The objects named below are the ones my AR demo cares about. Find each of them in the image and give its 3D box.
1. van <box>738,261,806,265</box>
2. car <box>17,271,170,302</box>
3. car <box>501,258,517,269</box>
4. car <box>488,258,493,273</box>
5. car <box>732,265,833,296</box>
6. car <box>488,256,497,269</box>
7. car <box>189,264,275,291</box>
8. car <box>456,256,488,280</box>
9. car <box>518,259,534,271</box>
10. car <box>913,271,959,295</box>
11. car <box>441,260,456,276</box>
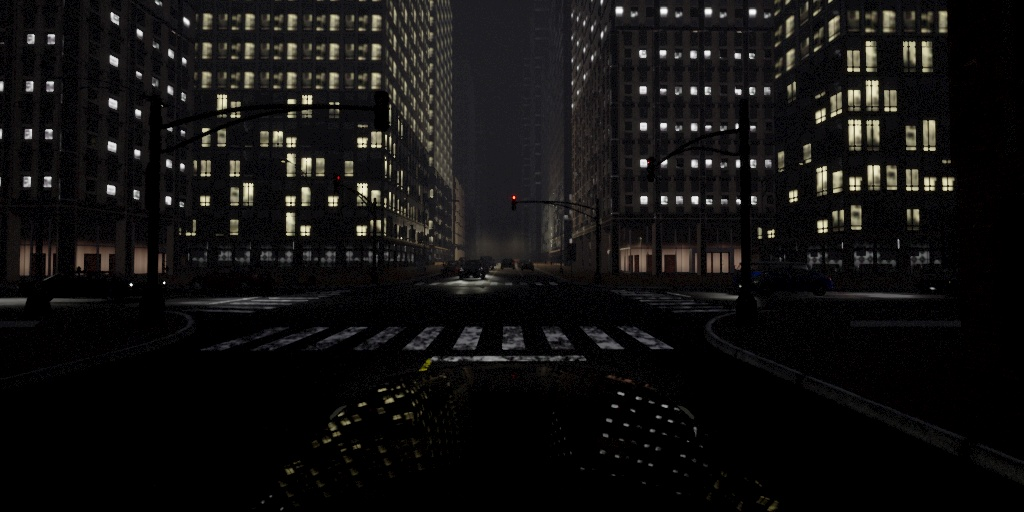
[{"bbox_3d":[15.715,1.209,21.834,3.998,1.789,1.690,0,0,-1],"label":"van"},{"bbox_3d":[-18.065,1.299,15.680,4.718,1.301,1.895,0,-1,-1],"label":"car"},{"bbox_3d":[-0.647,1.122,56.759,2.097,1.767,4.553,0,0,0],"label":"car"},{"bbox_3d":[-3.634,1.254,41.806,2.128,1.511,4.902,0,0,-1],"label":"car"},{"bbox_3d":[14.523,1.341,19.239,4.674,1.442,1.812,0,-1,-2],"label":"car"},{"bbox_3d":[-3.764,0.987,52.408,2.150,2.045,5.566,0,0,-1],"label":"car"},{"bbox_3d":[-16.757,1.253,21.472,4.097,1.591,1.967,0,0,-1],"label":"car"},{"bbox_3d":[-3.445,1.111,31.733,2.097,1.767,4.553,0,0,-2],"label":"car"},{"bbox_3d":[2.066,1.346,48.376,1.802,1.307,4.207,0,0,-1],"label":"car"},{"bbox_3d":[24.868,1.436,19.357,4.718,1.301,1.895,0,-1,-1],"label":"car"},{"bbox_3d":[-6.163,1.200,37.053,1.967,1.591,4.097,0,0,-1],"label":"car"}]
